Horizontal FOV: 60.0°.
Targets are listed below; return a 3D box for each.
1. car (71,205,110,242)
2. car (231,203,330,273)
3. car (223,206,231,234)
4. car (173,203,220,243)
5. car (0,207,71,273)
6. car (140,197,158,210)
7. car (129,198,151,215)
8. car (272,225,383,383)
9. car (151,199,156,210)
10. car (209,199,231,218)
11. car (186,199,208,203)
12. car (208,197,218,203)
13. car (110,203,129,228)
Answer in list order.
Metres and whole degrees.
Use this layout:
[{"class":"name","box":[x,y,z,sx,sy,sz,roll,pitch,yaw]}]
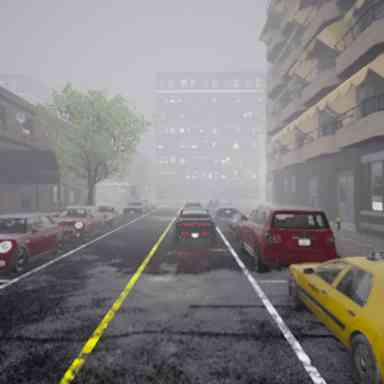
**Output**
[{"class":"car","box":[-5.610,1.423,16.088,1.967,1.590,4.097,1,0,0]},{"class":"car","box":[2.728,1.303,10.442,2.192,1.841,5.009,1,0,0]},{"class":"car","box":[2.735,1.564,16.129,1.802,1.307,4.206,1,0,0]},{"class":"car","box":[0.131,1.488,15.890,1.837,1.490,4.892,0,0,0]},{"class":"car","box":[-5.621,1.429,10.400,1.967,1.590,4.097,1,0,0]},{"class":"car","box":[-5.722,1.484,44.352,1.752,1.417,4.829,1,0,0]},{"class":"car","box":[-5.576,1.533,33.147,1.947,1.339,4.313,1,0,0]},{"class":"car","box":[2.712,1.519,4.925,1.752,1.417,4.829,1,0,0]},{"class":"car","box":[-5.564,1.514,38.835,2.008,1.369,4.403,1,0,0]},{"class":"car","box":[2.759,1.537,27.502,1.947,1.339,4.313,1,0,0]},{"class":"car","box":[0.168,1.458,33.476,2.128,1.511,4.902,0,0,0]},{"class":"car","box":[2.844,1.398,44.559,1.967,1.590,4.097,1,0,0]},{"class":"car","box":[-5.600,1.559,21.774,1.802,1.307,4.206,1,0,0]}]
